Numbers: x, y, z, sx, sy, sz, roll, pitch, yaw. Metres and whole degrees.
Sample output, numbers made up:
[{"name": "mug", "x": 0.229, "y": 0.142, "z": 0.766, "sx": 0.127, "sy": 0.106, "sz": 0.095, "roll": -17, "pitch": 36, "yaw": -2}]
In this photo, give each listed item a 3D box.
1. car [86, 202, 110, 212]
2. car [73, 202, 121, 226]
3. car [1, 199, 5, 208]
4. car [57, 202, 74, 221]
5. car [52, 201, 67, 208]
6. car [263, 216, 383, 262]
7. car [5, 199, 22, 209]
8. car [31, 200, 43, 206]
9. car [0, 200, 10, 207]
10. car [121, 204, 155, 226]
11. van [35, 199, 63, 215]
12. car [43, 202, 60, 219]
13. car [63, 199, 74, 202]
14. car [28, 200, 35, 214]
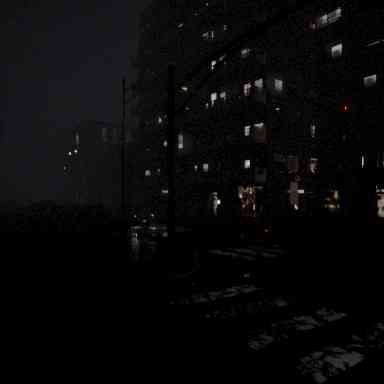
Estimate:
[{"name": "car", "x": -13.765, "y": 2.192, "z": 48.596, "sx": 1.947, "sy": 1.339, "sz": 4.313, "roll": -1, "pitch": 0, "yaw": -35}, {"name": "car", "x": -7.563, "y": 1.777, "z": 26.308, "sx": 1.967, "sy": 1.590, "sz": 4.097, "roll": -1, "pitch": 0, "yaw": -35}, {"name": "car", "x": -36.416, "y": 2.542, "z": 66.803, "sx": 1.887, "sy": 1.381, "sz": 4.507, "roll": -1, "pitch": 0, "yaw": -35}, {"name": "car", "x": -10.668, "y": 1.934, "z": 30.669, "sx": 1.752, "sy": 1.417, "sz": 4.829, "roll": -1, "pitch": 0, "yaw": -35}, {"name": "car", "x": -26.582, "y": 2.462, "z": 66.582, "sx": 1.887, "sy": 1.381, "sz": 4.507, "roll": -1, "pitch": 0, "yaw": -35}, {"name": "car", "x": 5.220, "y": 1.635, "z": 12.808, "sx": 2.033, "sy": 1.411, "sz": 5.357, "roll": 0, "pitch": -1, "yaw": -35}, {"name": "car", "x": -33.212, "y": 2.365, "z": 62.304, "sx": 1.967, "sy": 1.590, "sz": 4.097, "roll": -1, "pitch": 0, "yaw": -35}, {"name": "car", "x": -39.398, "y": 2.774, "z": 84.568, "sx": 1.947, "sy": 1.339, "sz": 4.313, "roll": -1, "pitch": 0, "yaw": -35}, {"name": "car", "x": -42.730, "y": 2.666, "z": 75.663, "sx": 1.752, "sy": 1.417, "sz": 4.829, "roll": -1, "pitch": 0, "yaw": -35}, {"name": "car", "x": -4.861, "y": 1.923, "z": 26.956, "sx": 1.895, "sy": 1.301, "sz": 4.718, "roll": 0, "pitch": -1, "yaw": -35}, {"name": "van", "x": -17.183, "y": 1.900, "z": 39.807, "sx": 1.690, "sy": 1.788, "sz": 3.998, "roll": -1, "pitch": 0, "yaw": -35}, {"name": "car", "x": -13.973, "y": 2.036, "z": 35.306, "sx": 2.008, "sy": 1.369, "sz": 4.403, "roll": -1, "pitch": 0, "yaw": -35}, {"name": "car", "x": -23.382, "y": 2.160, "z": 62.086, "sx": 2.192, "sy": 1.841, "sz": 5.009, "roll": -1, "pitch": 0, "yaw": -35}, {"name": "car", "x": -20.387, "y": 2.073, "z": 44.306, "sx": 1.967, "sy": 1.590, "sz": 4.097, "roll": -1, "pitch": 0, "yaw": -35}]
